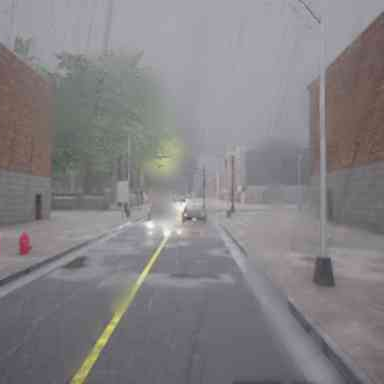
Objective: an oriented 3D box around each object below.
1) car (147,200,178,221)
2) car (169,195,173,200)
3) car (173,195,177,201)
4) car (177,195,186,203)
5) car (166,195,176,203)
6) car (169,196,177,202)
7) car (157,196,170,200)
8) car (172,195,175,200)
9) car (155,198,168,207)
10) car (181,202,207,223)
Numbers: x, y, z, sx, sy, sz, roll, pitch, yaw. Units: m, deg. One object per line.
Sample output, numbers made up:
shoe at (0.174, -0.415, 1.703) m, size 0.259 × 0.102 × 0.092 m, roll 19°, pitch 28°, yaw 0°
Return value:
car at (-2.563, 1.644, 28.322) m, size 1.994 × 1.385 × 4.181 m, roll 0°, pitch 0°, yaw 1°
car at (-5.117, 1.755, 61.875) m, size 2.008 × 1.369 × 4.403 m, roll 2°, pitch 0°, yaw 0°
car at (-5.135, 1.871, 78.225) m, size 1.802 × 1.307 × 4.206 m, roll 1°, pitch 0°, yaw 0°
car at (-2.513, 1.895, 78.538) m, size 1.895 × 1.301 × 4.718 m, roll 0°, pitch 0°, yaw 0°
car at (-5.134, 1.638, 83.676) m, size 2.192 × 1.841 × 5.009 m, roll 1°, pitch 0°, yaw 0°
car at (-5.143, 1.799, 89.126) m, size 1.967 × 1.590 × 4.097 m, roll 1°, pitch 0°, yaw 0°
car at (-5.137, 1.723, 54.739) m, size 2.008 × 1.369 × 4.403 m, roll 2°, pitch 0°, yaw 0°
car at (-5.123, 1.796, 67.325) m, size 1.947 × 1.339 × 4.313 m, roll 1°, pitch 0°, yaw 0°
car at (-5.163, 1.706, 56.713) m, size 1.752 × 1.417 × 4.829 m, roll 2°, pitch 0°, yaw 0°
car at (0.198, 1.682, 26.074) m, size 1.895 × 1.301 × 4.718 m, roll 0°, pitch 0°, yaw 1°
